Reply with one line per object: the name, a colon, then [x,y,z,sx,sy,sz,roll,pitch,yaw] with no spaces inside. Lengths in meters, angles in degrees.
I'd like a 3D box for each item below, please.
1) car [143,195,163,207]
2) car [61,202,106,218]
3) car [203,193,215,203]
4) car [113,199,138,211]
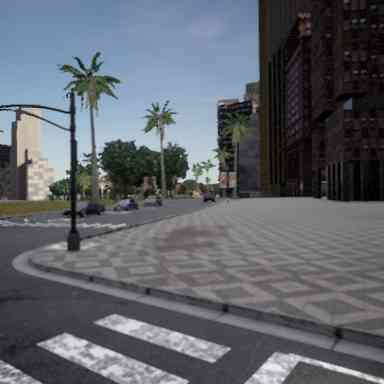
car: [-6.176,1.424,52.354,2.097,1.767,4.553,-1,0,11]
car: [-10.551,1.705,32.883,2.033,1.411,5.357,-1,0,14]
car: [3.645,1.137,70.059,2.150,2.045,5.566,-1,0,8]
car: [-8.315,1.642,42.274,1.812,1.442,4.674,-1,0,13]
